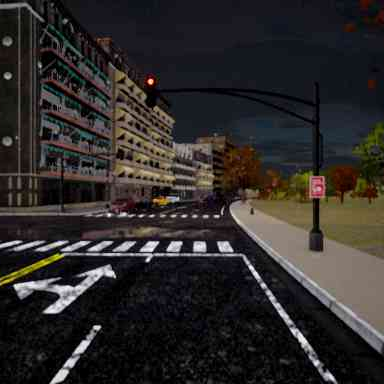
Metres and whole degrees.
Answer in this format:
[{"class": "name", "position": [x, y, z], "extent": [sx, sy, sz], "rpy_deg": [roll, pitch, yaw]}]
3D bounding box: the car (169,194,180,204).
[{"class": "car", "position": [-4.012, 1.438, 69.113], "extent": [2.150, 2.045, 5.566], "rpy_deg": [0, 0, 9]}]

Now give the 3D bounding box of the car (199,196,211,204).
[{"class": "car", "position": [2.600, 1.713, 69.278], "extent": [2.128, 1.511, 4.902], "rpy_deg": [0, 0, 10]}]

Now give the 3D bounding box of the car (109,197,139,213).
[{"class": "car", "position": [-7.992, 1.424, 38.422], "extent": [2.097, 1.767, 4.553], "rpy_deg": [0, 0, 5]}]

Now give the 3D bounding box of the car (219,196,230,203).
[{"class": "car", "position": [7.714, 1.767, 79.276], "extent": [2.128, 1.511, 4.902], "rpy_deg": [0, 0, 12]}]

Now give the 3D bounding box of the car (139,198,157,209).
[{"class": "car", "position": [-6.959, 1.716, 48.450], "extent": [1.895, 1.301, 4.718], "rpy_deg": [0, 0, 7]}]

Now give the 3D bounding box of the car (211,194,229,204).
[{"class": "car", "position": [5.818, 1.443, 68.815], "extent": [2.150, 2.045, 5.566], "rpy_deg": [0, 0, 10]}]

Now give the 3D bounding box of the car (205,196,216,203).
[{"class": "car", "position": [4.439, 1.712, 79.475], "extent": [1.882, 1.535, 5.008], "rpy_deg": [0, 0, 12]}]

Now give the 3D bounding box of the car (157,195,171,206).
[{"class": "car", "position": [-5.606, 1.638, 58.661], "extent": [1.882, 1.535, 5.008], "rpy_deg": [0, 0, 8]}]
